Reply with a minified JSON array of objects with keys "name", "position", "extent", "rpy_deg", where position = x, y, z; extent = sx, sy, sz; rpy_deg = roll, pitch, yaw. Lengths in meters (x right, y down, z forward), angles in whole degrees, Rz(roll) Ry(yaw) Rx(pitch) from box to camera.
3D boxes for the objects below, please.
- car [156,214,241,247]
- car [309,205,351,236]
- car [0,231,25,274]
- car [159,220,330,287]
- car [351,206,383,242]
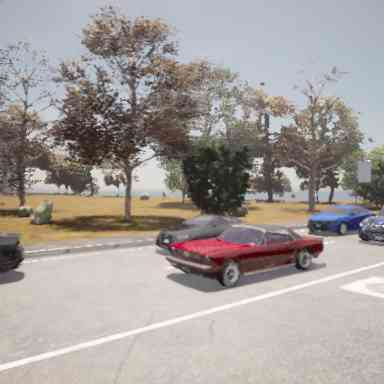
[{"name":"car","position":[0.694,1.581,13.149],"extent":[4.181,1.385,1.994],"rpy_deg":[0,0,-36]},{"name":"car","position":[8.662,1.516,19.063],"extent":[5.008,1.535,1.882],"rpy_deg":[0,0,-37]},{"name":"car","position":[-6.683,1.520,7.858],"extent":[4.892,1.490,1.837],"rpy_deg":[0,0,-35]},{"name":"car","position":[1.651,1.613,9.517],"extent":[4.718,1.301,1.895],"rpy_deg":[0,0,-36]},{"name":"car","position":[9.721,1.381,15.480],"extent":[4.553,1.767,2.097],"rpy_deg":[0,0,-37]}]
